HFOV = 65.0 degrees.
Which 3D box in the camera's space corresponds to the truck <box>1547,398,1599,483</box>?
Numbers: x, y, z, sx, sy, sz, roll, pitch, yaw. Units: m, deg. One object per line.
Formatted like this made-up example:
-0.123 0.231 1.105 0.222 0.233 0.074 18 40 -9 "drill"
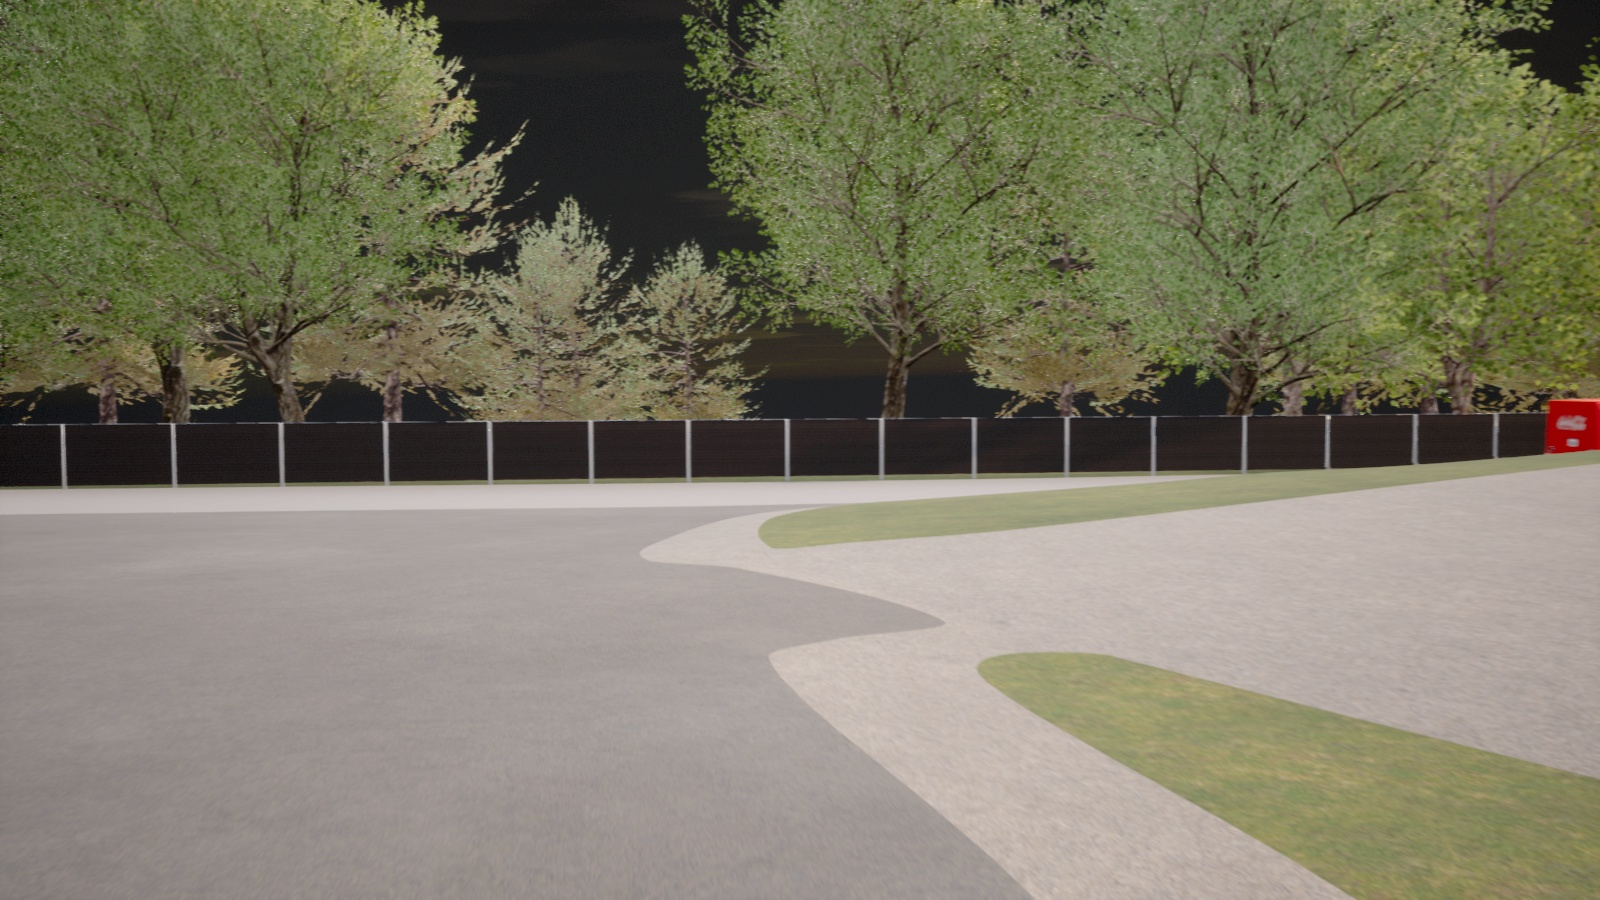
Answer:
26.388 -0.354 38.678 5.204 2.467 2.627 -1 3 -5 "truck"
